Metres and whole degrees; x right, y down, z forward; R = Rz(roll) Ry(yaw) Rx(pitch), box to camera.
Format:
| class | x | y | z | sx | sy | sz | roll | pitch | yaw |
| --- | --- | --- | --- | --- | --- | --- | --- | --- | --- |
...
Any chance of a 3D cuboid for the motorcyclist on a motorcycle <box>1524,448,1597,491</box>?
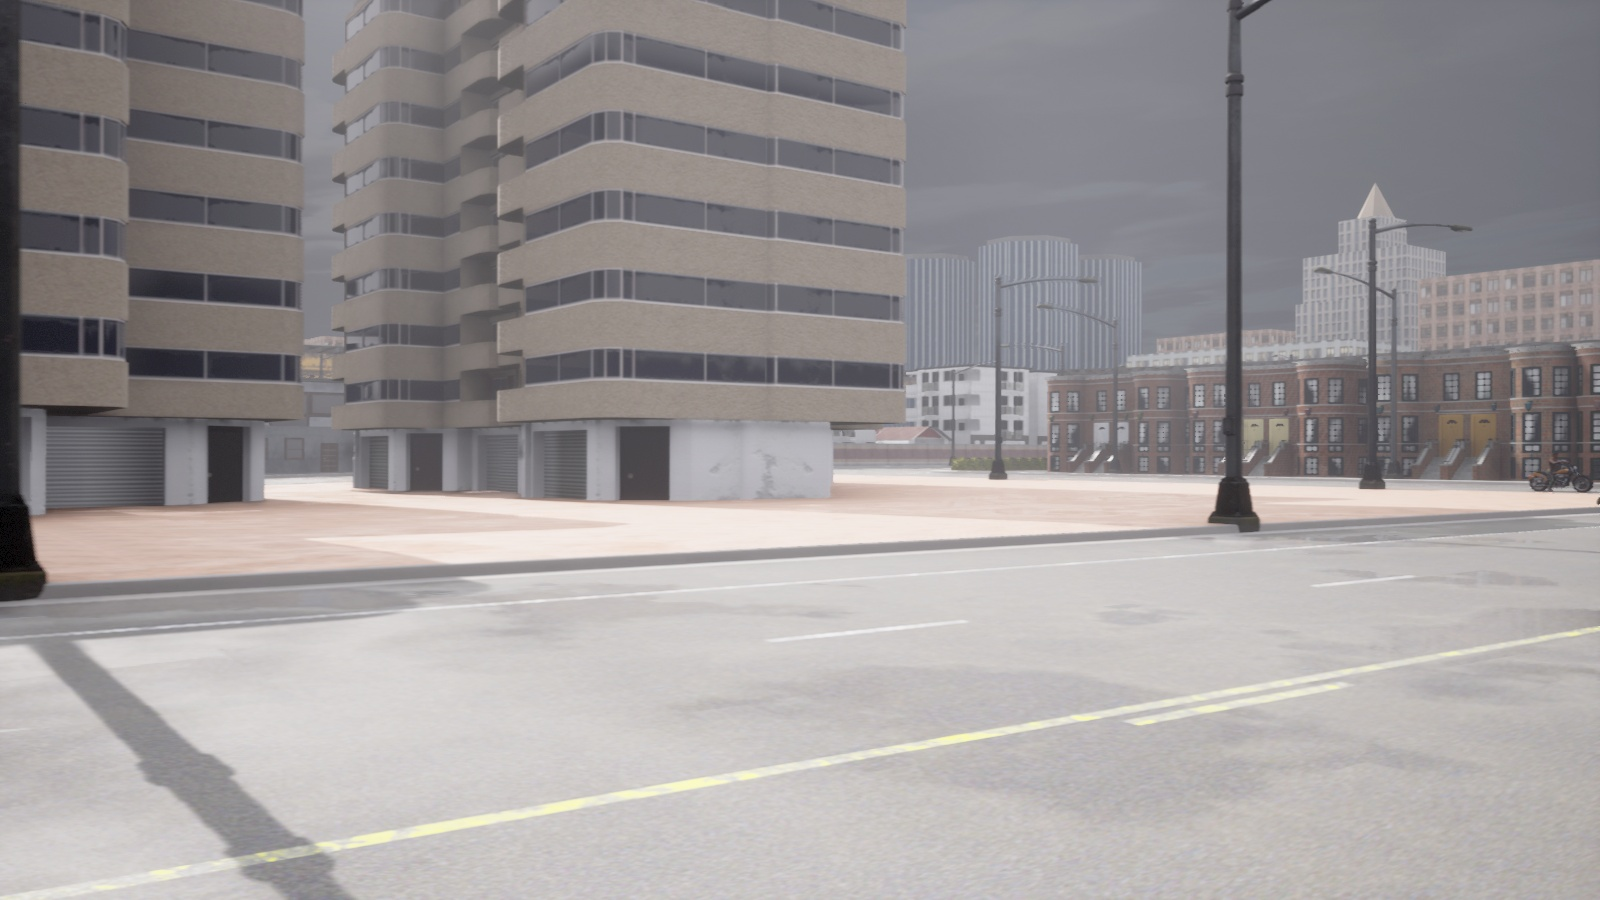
| class | x | y | z | sx | sy | sz | roll | pitch | yaw |
| --- | --- | --- | --- | --- | --- | --- | --- | --- | --- |
| motorcyclist on a motorcycle | 30.162 | 0.754 | 49.842 | 0.766 | 1.649 | 2.350 | 0 | 0 | -35 |
